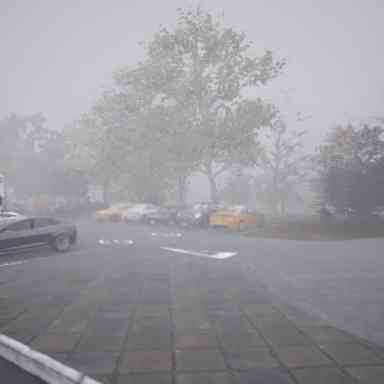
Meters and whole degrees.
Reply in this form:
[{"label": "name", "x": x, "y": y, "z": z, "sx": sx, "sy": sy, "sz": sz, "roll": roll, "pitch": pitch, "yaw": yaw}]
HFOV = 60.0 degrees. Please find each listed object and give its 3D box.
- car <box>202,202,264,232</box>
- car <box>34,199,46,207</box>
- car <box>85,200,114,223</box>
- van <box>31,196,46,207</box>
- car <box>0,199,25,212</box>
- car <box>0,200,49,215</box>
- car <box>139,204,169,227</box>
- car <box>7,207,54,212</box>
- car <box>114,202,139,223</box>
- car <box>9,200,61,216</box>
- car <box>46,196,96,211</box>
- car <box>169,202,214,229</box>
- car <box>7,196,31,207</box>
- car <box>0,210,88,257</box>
[{"label": "car", "x": 3.064, "y": 1.641, "z": 21.766, "sx": 2.097, "sy": 1.535, "sz": 5.008, "roll": 0, "pitch": 0, "yaw": 36}, {"label": "car", "x": -12.543, "y": 1.665, "z": 33.061, "sx": 2.163, "sy": 1.488, "sz": 4.792, "roll": 0, "pitch": 0, "yaw": 36}, {"label": "car", "x": -5.910, "y": 1.635, "z": 28.054, "sx": 1.946, "sy": 1.575, "sz": 5.366, "roll": 0, "pitch": 0, "yaw": 36}, {"label": "van", "x": -14.801, "y": 1.412, "z": 34.878, "sx": 1.878, "sy": 1.987, "sz": 4.442, "roll": 0, "pitch": 0, "yaw": 36}, {"label": "car", "x": -23.727, "y": 1.691, "z": 41.217, "sx": 2.097, "sy": 1.535, "sz": 5.008, "roll": -1, "pitch": 0, "yaw": 36}, {"label": "car", "x": -19.231, "y": 1.683, "z": 37.984, "sx": 2.163, "sy": 1.488, "sz": 4.792, "roll": 0, "pitch": 0, "yaw": 36}, {"label": "car", "x": -1.334, "y": 1.669, "z": 24.927, "sx": 2.163, "sy": 1.488, "sz": 4.792, "roll": 0, "pitch": 0, "yaw": 36}, {"label": "car", "x": -9.001, "y": 1.648, "z": 14.372, "sx": 2.097, "sy": 1.535, "sz": 5.008, "roll": 0, "pitch": 0, "yaw": 36}, {"label": "car", "x": -3.561, "y": 1.679, "z": 26.575, "sx": 2.002, "sy": 1.452, "sz": 4.674, "roll": 0, "pitch": 0, "yaw": 36}, {"label": "car", "x": -17.095, "y": 1.672, "z": 36.434, "sx": 2.163, "sy": 1.488, "sz": 4.792, "roll": 0, "pitch": 0, "yaw": 36}, {"label": "car", "x": -10.268, "y": 1.385, "z": 31.481, "sx": 2.435, "sy": 2.045, "sz": 5.566, "roll": 0, "pitch": 0, "yaw": 36}, {"label": "car", "x": 0.843, "y": 1.515, "z": 23.423, "sx": 2.185, "sy": 1.767, "sz": 4.553, "roll": 0, "pitch": 0, "yaw": 36}, {"label": "car", "x": -11.234, "y": 1.396, "z": 16.021, "sx": 2.435, "sy": 2.045, "sz": 5.566, "roll": 0, "pitch": 0, "yaw": 36}, {"label": "car", "x": -6.774, "y": 1.679, "z": 12.714, "sx": 2.163, "sy": 1.488, "sz": 4.792, "roll": 0, "pitch": 0, "yaw": 36}]
